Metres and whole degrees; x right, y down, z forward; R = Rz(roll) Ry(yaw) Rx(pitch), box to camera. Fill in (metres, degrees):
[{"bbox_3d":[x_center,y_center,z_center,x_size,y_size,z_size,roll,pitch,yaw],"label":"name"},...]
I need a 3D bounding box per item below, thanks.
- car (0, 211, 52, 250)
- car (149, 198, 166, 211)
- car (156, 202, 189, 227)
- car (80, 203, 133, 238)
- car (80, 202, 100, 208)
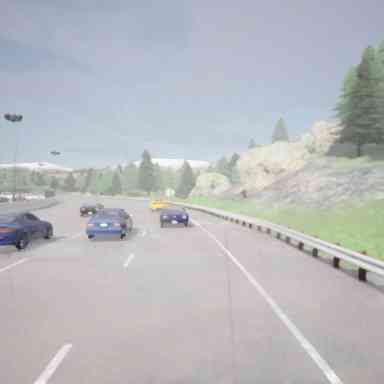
[{"bbox_3d":[-7.544,1.550,14.208,1.812,1.442,4.674,0,0,-4],"label":"car"},{"bbox_3d":[-4.164,1.513,41.036,1.882,1.535,5.008,0,0,-11],"label":"car"},{"bbox_3d":[-1.355,1.619,23.294,1.895,1.301,4.718,0,0,-6],"label":"car"},{"bbox_3d":[-4.291,1.568,17.797,2.033,1.411,5.357,0,0,-5],"label":"car"},{"bbox_3d":[-9.774,1.642,32.946,1.895,1.301,4.718,0,0,-9],"label":"car"}]
